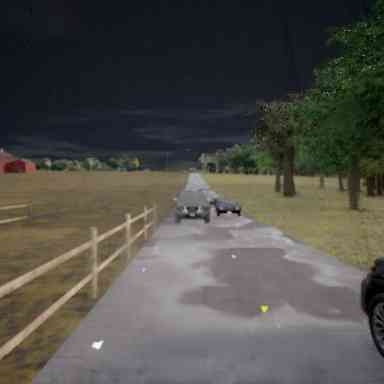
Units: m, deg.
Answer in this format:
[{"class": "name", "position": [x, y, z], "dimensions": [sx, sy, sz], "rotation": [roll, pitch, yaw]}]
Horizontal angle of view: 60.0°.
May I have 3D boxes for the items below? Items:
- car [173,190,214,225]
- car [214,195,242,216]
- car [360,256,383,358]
[{"class": "car", "position": [0.033, 0.934, 22.021], "dimensions": [2.150, 2.045, 5.566], "rotation": [0, 1, 0]}, {"class": "car", "position": [2.842, 1.221, 27.313], "dimensions": [1.895, 1.301, 4.718], "rotation": [0, 1, 1]}, {"class": "car", "position": [3.576, 1.211, 2.594], "dimensions": [2.150, 2.045, 5.566], "rotation": [0, 0, 0]}]
